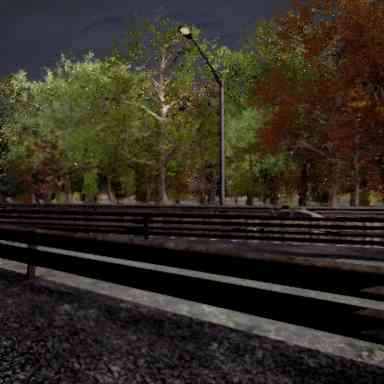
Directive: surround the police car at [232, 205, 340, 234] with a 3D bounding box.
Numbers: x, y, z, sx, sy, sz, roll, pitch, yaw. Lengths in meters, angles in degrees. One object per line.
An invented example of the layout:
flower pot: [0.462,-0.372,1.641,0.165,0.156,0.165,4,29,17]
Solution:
police car: [4.715,1.515,16.965,5.238,1.638,1.930,0,0,20]
